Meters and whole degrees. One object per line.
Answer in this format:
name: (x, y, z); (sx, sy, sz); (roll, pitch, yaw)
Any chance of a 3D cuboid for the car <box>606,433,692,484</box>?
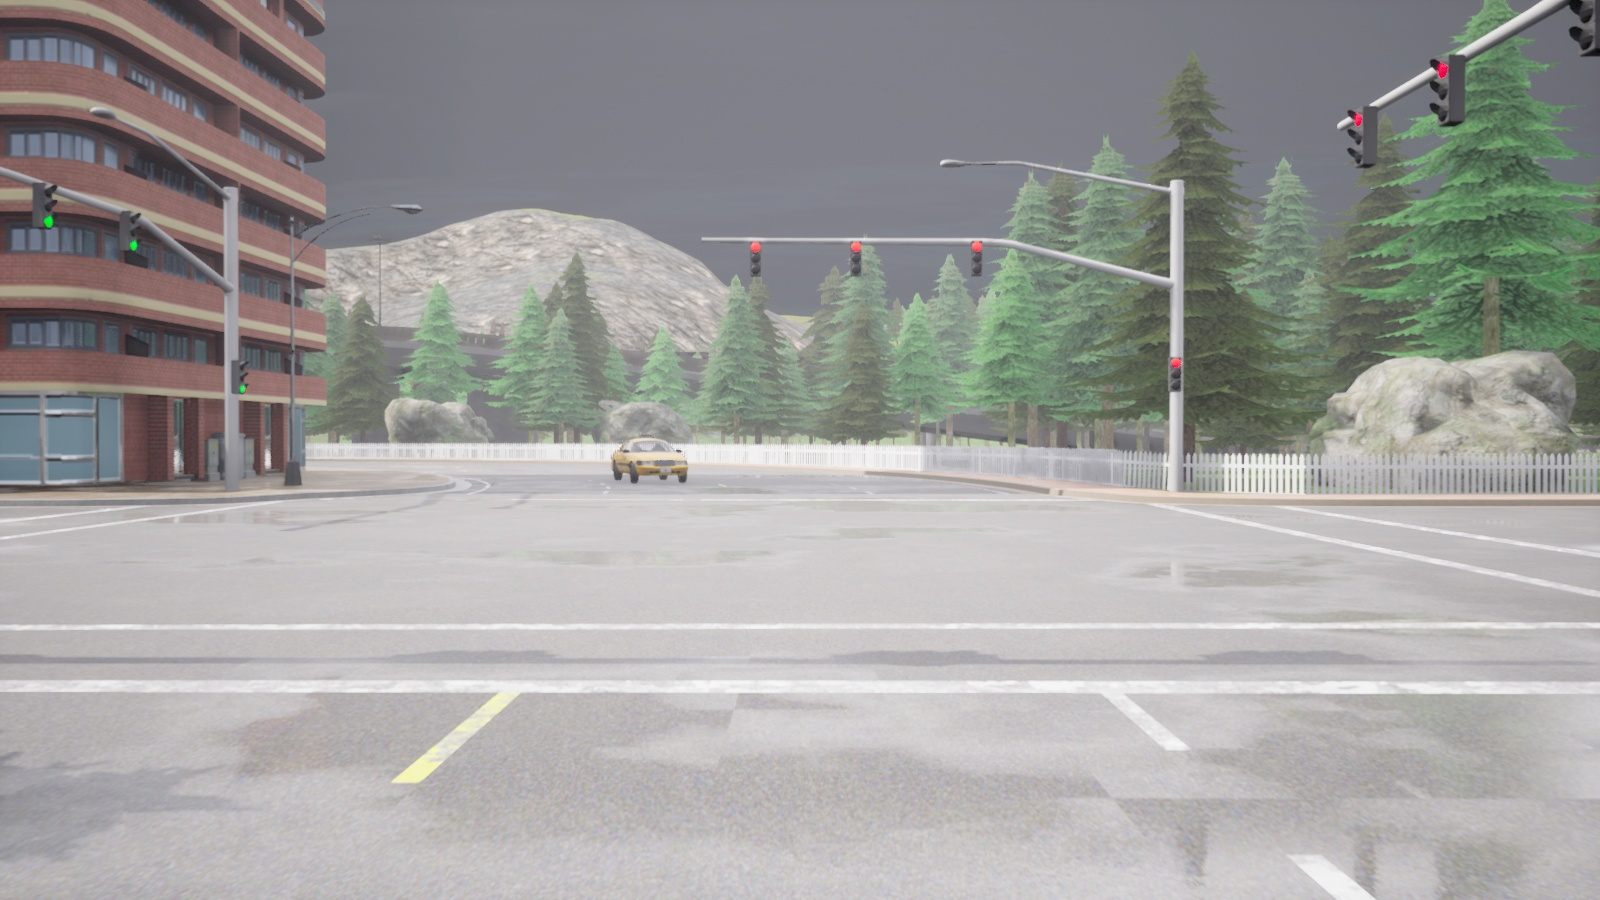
car: (-5.087, 0.229, 41.773); (1.801, 1.575, 5.366); (0, 1, -18)
